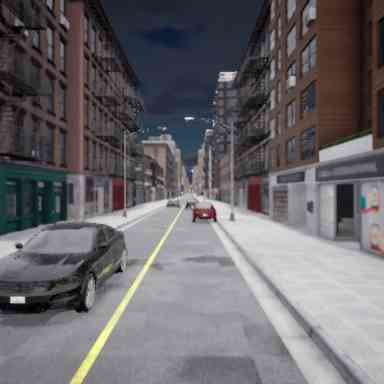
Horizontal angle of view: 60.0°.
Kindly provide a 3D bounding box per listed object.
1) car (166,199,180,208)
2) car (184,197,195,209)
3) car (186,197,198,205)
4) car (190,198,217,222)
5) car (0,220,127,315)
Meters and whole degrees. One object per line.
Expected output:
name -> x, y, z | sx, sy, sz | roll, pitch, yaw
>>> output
car -> -2.817, 1.719, 50.660 | 1.994, 1.385, 4.181 | 0, 0, 0
car -> 0.024, 1.668, 47.529 | 1.812, 1.442, 4.674 | 0, 0, 0
car -> 0.002, 1.701, 63.501 | 2.128, 1.511, 4.902 | 0, 0, 0
car -> 0.963, 1.549, 26.919 | 1.882, 1.535, 5.008 | 0, 0, 0
car -> -2.850, 1.496, 7.932 | 1.882, 1.535, 5.008 | 0, 0, 0
